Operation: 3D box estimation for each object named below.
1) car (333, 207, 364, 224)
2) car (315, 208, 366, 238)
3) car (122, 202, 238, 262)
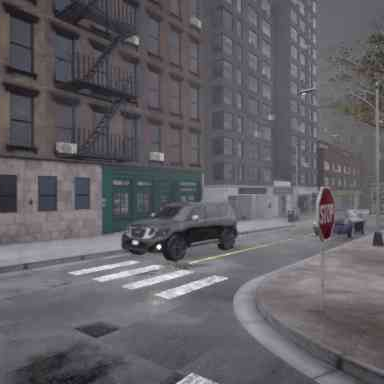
[{"bbox_3d":[16.131,2.367,34.204,1.812,1.442,4.674,0,-2,39],"label":"car"},{"bbox_3d":[9.492,1.835,21.105,2.097,1.767,4.553,0,-2,38],"label":"car"},{"bbox_3d":[-0.221,1.452,13.621,2.150,2.045,5.566,0,-2,39],"label":"car"}]
